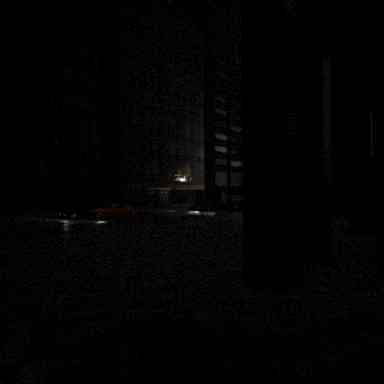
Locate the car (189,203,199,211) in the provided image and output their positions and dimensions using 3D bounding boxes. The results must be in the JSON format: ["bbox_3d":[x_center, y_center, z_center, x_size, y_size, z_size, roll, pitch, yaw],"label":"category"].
[{"bbox_3d":[1.697,2.315,52.539,2.033,1.411,5.357,-1,-1,36],"label":"car"}]

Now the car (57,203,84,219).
[{"bbox_3d":[-11.471,1.970,34.394,1.837,1.490,4.892,-1,-1,37],"label":"car"}]

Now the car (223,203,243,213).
[{"bbox_3d":[7.172,2.262,48.855,2.033,1.411,5.357,-1,-1,36],"label":"car"}]

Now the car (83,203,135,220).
[{"bbox_3d":[-8.020,1.934,33.625,1.882,1.535,5.008,-1,-1,36],"label":"car"}]

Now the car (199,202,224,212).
[{"bbox_3d":[3.752,2.220,49.848,2.128,1.511,4.902,-1,-1,36],"label":"car"}]
